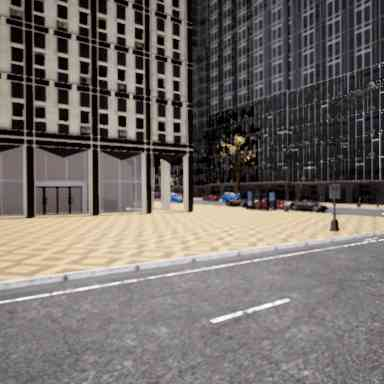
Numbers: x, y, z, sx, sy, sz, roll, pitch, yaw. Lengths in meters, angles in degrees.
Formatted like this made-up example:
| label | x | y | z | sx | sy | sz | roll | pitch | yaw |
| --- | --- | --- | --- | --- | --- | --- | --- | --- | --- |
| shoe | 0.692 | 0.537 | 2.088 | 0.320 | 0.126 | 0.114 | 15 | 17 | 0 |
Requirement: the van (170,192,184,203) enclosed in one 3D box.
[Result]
| label | x | y | z | sx | sy | sz | roll | pitch | yaw |
| --- | --- | --- | --- | --- | --- | --- | --- | --- | --- |
| van | -3.113 | 1.078 | 60.161 | 1.690 | 1.788 | 3.998 | 0 | 1 | -34 |

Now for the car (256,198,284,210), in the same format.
| label | x | y | z | sx | sy | sz | roll | pitch | yaw |
| --- | --- | --- | --- | --- | --- | --- | --- | --- | --- |
| car | 9.618 | 1.527 | 41.331 | 1.802 | 1.307 | 4.206 | 0 | 1 | -34 |

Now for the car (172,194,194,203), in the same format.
| label | x | y | z | sx | sy | sz | roll | pitch | yaw |
| --- | --- | --- | --- | --- | --- | --- | --- | --- | --- |
| car | -1.747 | 1.170 | 62.891 | 1.882 | 1.535 | 5.008 | -1 | 1 | -34 |

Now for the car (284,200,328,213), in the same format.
| label | x | y | z | sx | sy | sz | roll | pitch | yaw |
| --- | --- | --- | --- | --- | --- | --- | --- | --- | --- |
| car | 12.811 | 1.563 | 36.626 | 1.947 | 1.339 | 4.313 | 0 | 1 | -34 |

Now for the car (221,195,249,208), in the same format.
| label | x | y | z | sx | sy | sz | roll | pitch | yaw |
| --- | --- | --- | --- | --- | --- | --- | --- | --- | --- |
| car | 6.460 | 1.459 | 46.056 | 1.947 | 1.339 | 4.313 | 0 | 1 | -34 |

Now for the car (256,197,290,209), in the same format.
| label | x | y | z | sx | sy | sz | roll | pitch | yaw |
| --- | --- | --- | --- | --- | --- | --- | --- | --- | --- |
| car | 10.750 | 1.460 | 44.454 | 1.994 | 1.385 | 4.181 | -1 | 1 | -34 |

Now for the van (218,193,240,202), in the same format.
| label | x | y | z | sx | sy | sz | roll | pitch | yaw |
| --- | --- | --- | --- | --- | --- | --- | --- | --- | --- |
| van | 7.012 | 1.033 | 60.194 | 1.690 | 1.788 | 3.998 | 0 | 1 | -34 |

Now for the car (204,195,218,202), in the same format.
| label | x | y | z | sx | sy | sz | roll | pitch | yaw |
| --- | --- | --- | --- | --- | --- | --- | --- | --- | --- |
| car | 3.806 | 1.222 | 64.890 | 1.802 | 1.307 | 4.206 | 0 | 1 | -34 |

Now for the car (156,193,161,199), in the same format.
| label | x | y | z | sx | sy | sz | roll | pitch | yaw |
| --- | --- | --- | --- | --- | --- | --- | --- | --- | --- |
| car | -5.813 | 0.794 | 78.965 | 2.192 | 1.841 | 5.009 | 0 | 1 | -34 |

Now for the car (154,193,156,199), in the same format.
| label | x | y | z | sx | sy | sz | roll | pitch | yaw |
| --- | --- | --- | --- | --- | --- | --- | --- | --- | --- |
| car | -9.020 | 0.866 | 83.659 | 1.967 | 1.590 | 4.097 | 0 | 1 | -34 |
